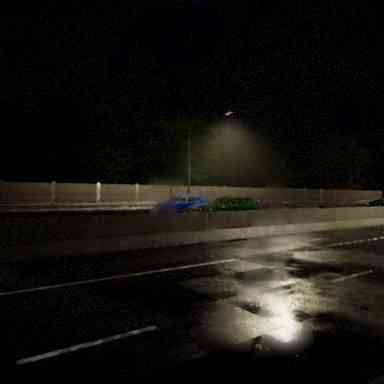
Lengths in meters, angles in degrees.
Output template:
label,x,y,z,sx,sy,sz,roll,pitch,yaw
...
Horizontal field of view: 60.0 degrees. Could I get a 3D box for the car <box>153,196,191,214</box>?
label,x,y,z,sx,sy,sz,roll,pitch,yaw
car,-1.116,1.383,33.307,5.566,2.045,2.150,1,0,-36

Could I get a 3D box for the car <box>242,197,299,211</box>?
label,x,y,z,sx,sy,sz,roll,pitch,yaw
car,6.430,1.530,25.796,4.553,1.767,2.097,1,0,-36

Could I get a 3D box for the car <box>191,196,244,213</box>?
label,x,y,z,sx,sy,sz,roll,pitch,yaw
car,2.982,1.383,27.631,5.566,2.045,2.150,1,0,-36

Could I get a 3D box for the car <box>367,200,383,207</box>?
label,x,y,z,sx,sy,sz,roll,pitch,yaw
car,31.873,2.071,56.899,4.892,1.490,1.837,1,0,-35

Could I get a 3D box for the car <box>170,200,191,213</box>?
label,x,y,z,sx,sy,sz,roll,pitch,yaw
car,0.987,1.709,30.507,5.357,1.411,2.033,1,0,-36
